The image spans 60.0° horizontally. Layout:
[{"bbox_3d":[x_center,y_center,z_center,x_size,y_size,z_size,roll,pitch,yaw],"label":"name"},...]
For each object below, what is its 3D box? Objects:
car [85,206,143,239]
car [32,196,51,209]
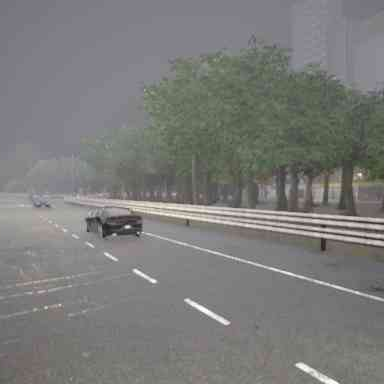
[{"bbox_3d":[-4.198,1.465,17.292,1.882,1.535,5.008,0,0,-30],"label":"car"},{"bbox_3d":[-20.370,1.521,44.847,1.895,1.301,4.718,0,0,-30],"label":"car"}]
